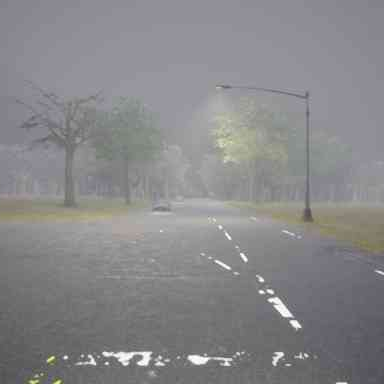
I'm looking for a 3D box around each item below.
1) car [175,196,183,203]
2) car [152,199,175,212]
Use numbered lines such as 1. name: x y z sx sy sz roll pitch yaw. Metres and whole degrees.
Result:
1. car: -3.081 1.736 77.713 2.128 1.511 4.902 0 0 4
2. car: -3.443 1.630 38.780 1.994 1.385 4.181 0 0 0
